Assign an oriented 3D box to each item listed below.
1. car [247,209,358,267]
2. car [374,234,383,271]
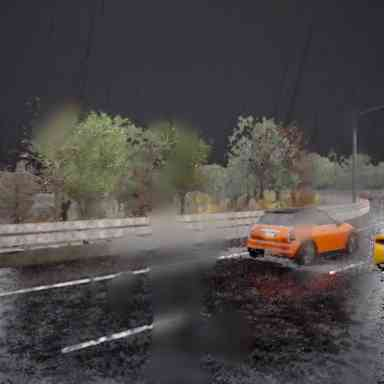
[{"bbox_3d":[4.041,1.372,11.822,4.553,1.767,2.097,0,0,-41],"label":"car"},{"bbox_3d":[7.179,1.500,9.917,5.008,1.535,1.882,0,0,-42],"label":"car"}]
